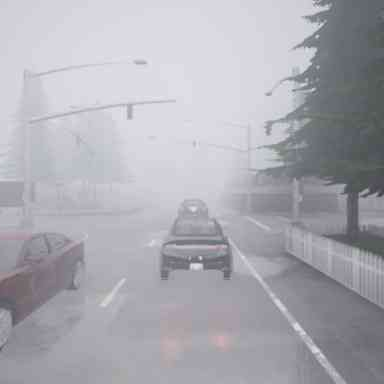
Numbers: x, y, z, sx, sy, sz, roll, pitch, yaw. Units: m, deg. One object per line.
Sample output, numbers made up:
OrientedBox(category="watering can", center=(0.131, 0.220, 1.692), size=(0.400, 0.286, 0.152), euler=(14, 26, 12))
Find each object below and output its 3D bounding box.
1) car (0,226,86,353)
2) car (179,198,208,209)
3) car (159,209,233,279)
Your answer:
OrientedBox(category="car", center=(-3.554, 1.476, 6.226), size=(1.882, 1.535, 5.008), euler=(0, 0, 0))
OrientedBox(category="car", center=(0.097, 1.236, 25.029), size=(2.097, 1.767, 4.553), euler=(0, 0, 0))
OrientedBox(category="car", center=(0.099, 1.490, 10.026), size=(2.128, 1.511, 4.902), euler=(0, 0, 0))
